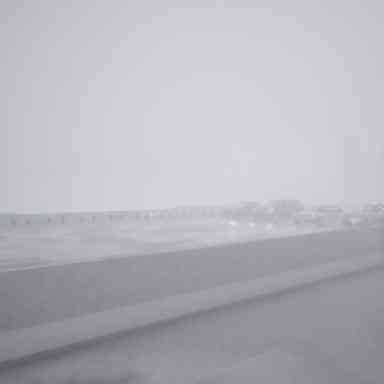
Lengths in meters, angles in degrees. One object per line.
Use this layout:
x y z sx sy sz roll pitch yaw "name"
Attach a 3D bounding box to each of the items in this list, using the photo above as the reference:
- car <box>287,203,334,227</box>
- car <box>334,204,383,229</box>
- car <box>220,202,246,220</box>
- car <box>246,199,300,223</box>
9.107 1.626 23.258 4.718 1.301 1.895 0 0 -35 "car"
11.312 1.527 20.528 4.902 1.511 2.128 0 0 -35 "car"
4.585 1.551 28.639 4.674 1.442 1.812 0 0 -35 "car"
6.779 1.375 25.904 4.553 1.767 2.097 0 0 -35 "car"
